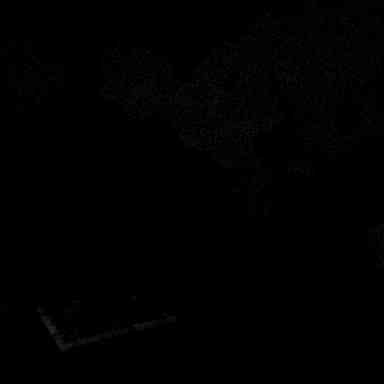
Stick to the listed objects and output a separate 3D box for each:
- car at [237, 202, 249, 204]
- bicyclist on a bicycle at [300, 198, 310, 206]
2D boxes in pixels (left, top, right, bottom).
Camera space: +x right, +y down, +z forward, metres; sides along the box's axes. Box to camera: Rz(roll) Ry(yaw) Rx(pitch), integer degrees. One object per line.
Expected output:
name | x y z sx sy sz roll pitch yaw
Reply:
car | 5.352 1.662 29.742 1.837 1.490 4.892 0 0 -35
bicyclist on a bicycle | 10.909 1.443 32.019 1.656 1.620 0.582 0 0 -35
